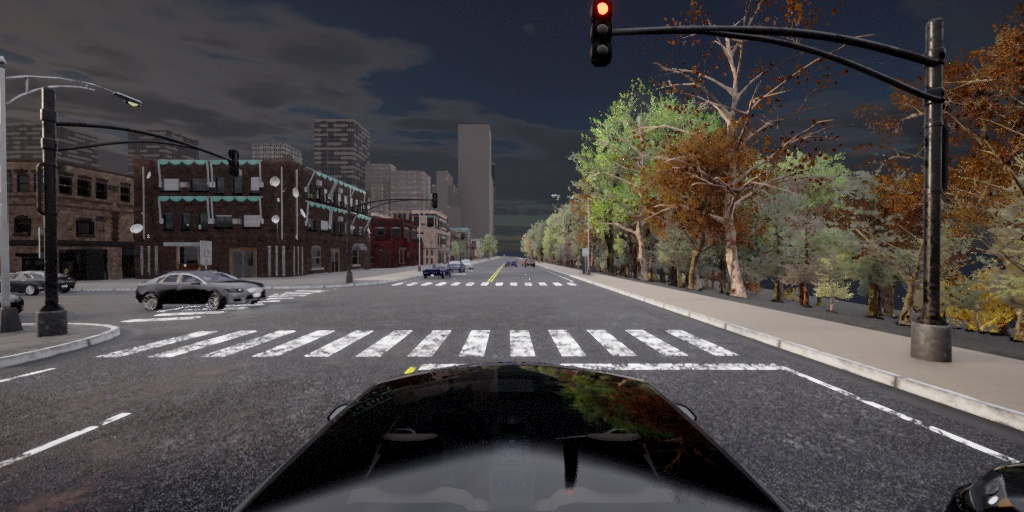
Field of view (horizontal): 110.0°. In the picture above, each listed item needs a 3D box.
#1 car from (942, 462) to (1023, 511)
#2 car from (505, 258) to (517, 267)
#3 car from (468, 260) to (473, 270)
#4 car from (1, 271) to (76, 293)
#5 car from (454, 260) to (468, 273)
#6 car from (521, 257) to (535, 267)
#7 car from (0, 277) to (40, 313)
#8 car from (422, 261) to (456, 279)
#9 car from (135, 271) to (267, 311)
[{"bbox_3d":[3.363,1.314,0.183,1.994,1.385,4.181,0,0,-1],"label":"car"},{"bbox_3d":[-0.194,1.078,64.006,2.097,1.767,4.553,0,0,0],"label":"car"},{"bbox_3d":[-6.817,1.257,53.326,1.812,1.442,4.674,0,0,0],"label":"car"},{"bbox_3d":[-28.369,1.560,20.980,4.403,1.370,2.007,0,0,0],"label":"car"},{"bbox_3d":[-6.780,1.261,43.056,1.812,1.442,4.674,0,0,0],"label":"car"},{"bbox_3d":[3.062,1.231,63.222,1.837,1.490,4.892,0,0,0],"label":"car"},{"bbox_3d":[-19.996,1.565,12.507,4.313,1.339,1.948,0,0,0],"label":"car"},{"bbox_3d":[-6.736,1.341,32.885,1.895,1.301,4.718,0,0,2],"label":"car"},{"bbox_3d":[-12.675,1.362,14.734,4.902,1.511,2.128,-2,0,8],"label":"car"}]
